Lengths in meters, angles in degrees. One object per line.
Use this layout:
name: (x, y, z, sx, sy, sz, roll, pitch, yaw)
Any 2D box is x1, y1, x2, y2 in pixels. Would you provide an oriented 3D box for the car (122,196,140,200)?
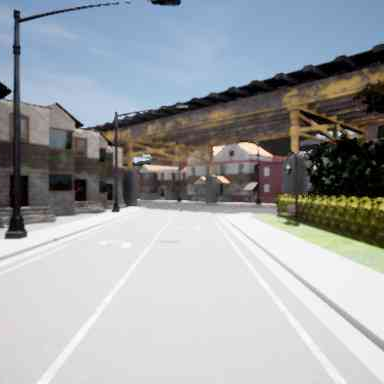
car: (-16.789, 1.460, 90.702, 4.974, 1.542, 2.038, 0, 0, -15)
